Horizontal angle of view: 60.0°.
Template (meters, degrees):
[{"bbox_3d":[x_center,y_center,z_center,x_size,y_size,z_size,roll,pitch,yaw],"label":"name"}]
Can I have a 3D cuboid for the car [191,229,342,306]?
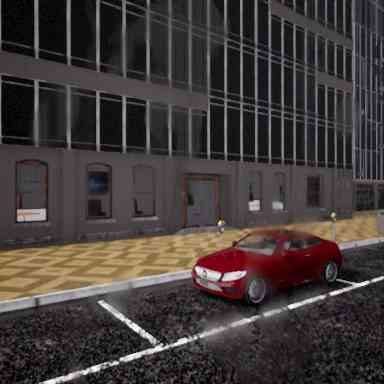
[{"bbox_3d":[1.940,1.578,7.964,4.206,1.307,1.802,0,0,-36],"label":"car"}]
